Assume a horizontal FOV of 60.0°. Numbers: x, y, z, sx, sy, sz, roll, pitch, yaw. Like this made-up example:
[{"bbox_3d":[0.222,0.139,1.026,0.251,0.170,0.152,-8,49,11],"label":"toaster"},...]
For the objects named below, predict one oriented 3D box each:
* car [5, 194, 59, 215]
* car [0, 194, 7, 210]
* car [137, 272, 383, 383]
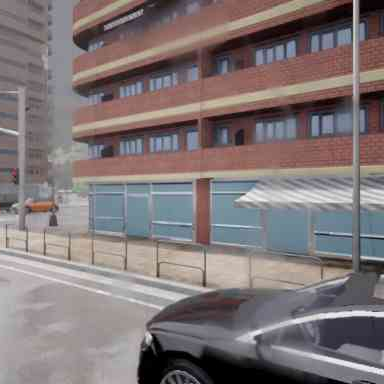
[{"bbox_3d":[-16.287,1.352,34.487,2.097,1.767,4.553,0,0,36],"label":"car"},{"bbox_3d":[-20.213,1.221,35.044,2.150,2.045,5.566,0,0,35],"label":"car"},{"bbox_3d":[1.668,1.492,2.803,4.902,1.511,2.128,0,0,35],"label":"car"}]
